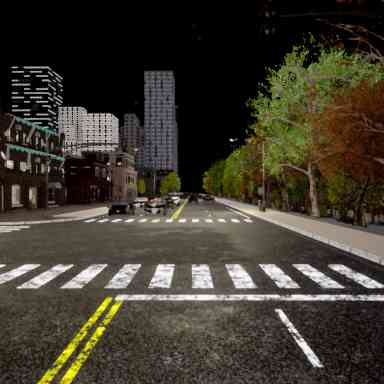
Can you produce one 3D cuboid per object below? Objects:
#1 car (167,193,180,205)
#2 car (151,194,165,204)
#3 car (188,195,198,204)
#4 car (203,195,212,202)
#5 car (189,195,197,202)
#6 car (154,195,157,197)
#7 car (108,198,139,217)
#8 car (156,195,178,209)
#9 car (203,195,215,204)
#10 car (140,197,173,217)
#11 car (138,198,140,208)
[{"bbox_3d":[-3.216,1.202,55.224,2.150,2.045,5.566,0,0,1],"label":"car"},{"bbox_3d":[-6.437,1.329,62.632,2.097,1.767,4.553,0,0,1],"label":"car"},{"bbox_3d":[0.220,1.480,65.271,1.837,1.490,4.892,0,0,0],"label":"car"},{"bbox_3d":[3.385,1.448,74.274,1.882,1.535,5.008,0,0,0],"label":"car"},{"bbox_3d":[0.150,1.494,75.609,1.812,1.442,4.674,0,0,0],"label":"car"},{"bbox_3d":[-6.477,1.507,52.701,1.812,1.442,4.674,0,0,0],"label":"car"},{"bbox_3d":[-6.537,1.555,31.325,1.994,1.385,4.181,0,0,0],"label":"car"},{"bbox_3d":[-3.256,1.491,43.891,1.837,1.490,4.892,0,0,0],"label":"car"},{"bbox_3d":[3.468,1.467,64.005,2.128,1.511,4.902,0,0,0],"label":"car"},{"bbox_3d":[-3.286,1.483,31.593,2.128,1.511,4.902,0,0,0],"label":"car"},{"bbox_3d":[-6.513,1.478,42.771,2.128,1.511,4.902,0,0,0],"label":"car"}]
